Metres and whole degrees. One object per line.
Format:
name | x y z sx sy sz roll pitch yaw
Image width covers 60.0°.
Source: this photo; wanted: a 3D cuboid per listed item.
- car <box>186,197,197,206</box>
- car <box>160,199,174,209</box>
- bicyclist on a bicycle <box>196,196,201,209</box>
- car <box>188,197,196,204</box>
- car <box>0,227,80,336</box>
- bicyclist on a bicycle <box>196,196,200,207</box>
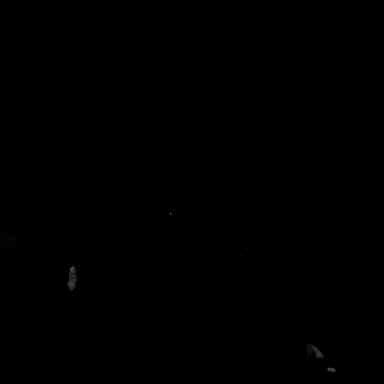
car | 0.010 1.739 61.447 1.837 1.490 4.892 0 -1 0
car | -3.577 1.701 48.289 2.033 1.411 5.357 0 0 0
bicyclist on a bicycle | 0.963 1.510 45.810 0.659 1.776 1.843 0 0 0
car | 0.002 1.857 76.259 1.882 1.535 5.008 0 -1 0
car | -3.599 1.479 5.958 1.882 1.535 5.008 0 0 0
bicyclist on a bicycle | 0.963 1.554 53.891 0.659 1.776 1.843 0 0 0
